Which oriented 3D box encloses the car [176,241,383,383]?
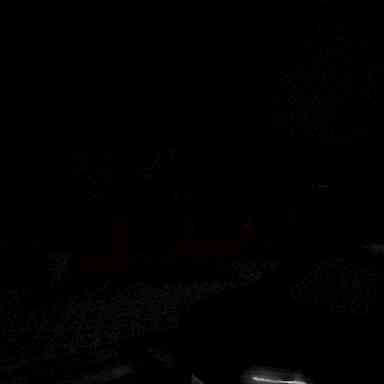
[{"bbox_3d":[2.148,1.474,4.409,5.008,1.535,1.882,0,0,-34],"label":"car"}]
